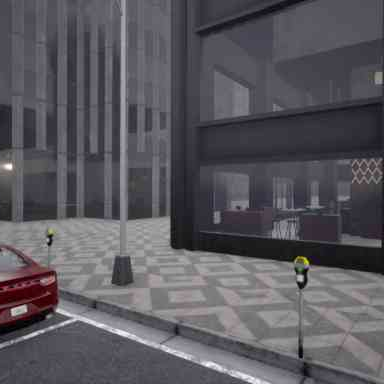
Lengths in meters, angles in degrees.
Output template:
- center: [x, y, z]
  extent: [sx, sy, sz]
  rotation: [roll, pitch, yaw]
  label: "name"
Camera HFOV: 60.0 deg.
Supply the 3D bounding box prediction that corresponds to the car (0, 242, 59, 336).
- center: [-4.265, 1.544, 6.018]
  extent: [4.507, 1.381, 1.887]
  rotation: [0, 0, 36]
  label: "car"
